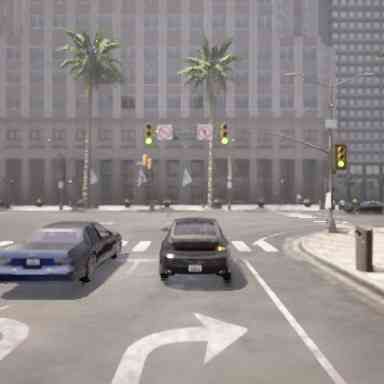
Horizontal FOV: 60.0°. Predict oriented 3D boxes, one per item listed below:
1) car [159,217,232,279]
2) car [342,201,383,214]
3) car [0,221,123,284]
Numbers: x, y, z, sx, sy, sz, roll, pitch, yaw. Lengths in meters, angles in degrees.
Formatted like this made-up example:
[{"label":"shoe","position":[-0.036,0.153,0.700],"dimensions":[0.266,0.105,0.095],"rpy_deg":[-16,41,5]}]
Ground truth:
[{"label":"car","position":[0.106,1.512,10.064],"dimensions":[1.837,1.490,4.892],"rpy_deg":[0,0,1]},{"label":"car","position":[18.216,1.627,34.533],"dimensions":[4.718,1.301,1.895],"rpy_deg":[0,0,0]},{"label":"car","position":[-3.417,1.555,9.669],"dimensions":[2.033,1.411,5.357],"rpy_deg":[0,0,0]}]
